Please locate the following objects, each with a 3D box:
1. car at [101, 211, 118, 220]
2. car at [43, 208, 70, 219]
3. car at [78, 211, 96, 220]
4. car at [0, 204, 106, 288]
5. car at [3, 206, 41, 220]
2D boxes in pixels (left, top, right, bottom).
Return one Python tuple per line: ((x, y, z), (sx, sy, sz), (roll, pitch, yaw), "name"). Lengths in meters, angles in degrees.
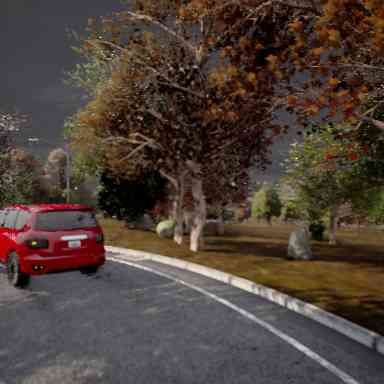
((-16.132, 4.658, 65.280), (2.128, 1.511, 4.902), (0, -6, 0), "car")
((-19.737, 3.175, 48.739), (1.837, 1.490, 4.892), (-1, -5, 1), "car")
((-19.734, 4.486, 62.957), (1.837, 1.490, 4.892), (0, -5, 0), "car")
((-4.698, 1.378, 10.083), (2.150, 2.045, 5.566), (1, -1, -43), "car")
((-19.713, 2.452, 38.803), (1.882, 1.535, 5.008), (0, -3, 0), "car")
